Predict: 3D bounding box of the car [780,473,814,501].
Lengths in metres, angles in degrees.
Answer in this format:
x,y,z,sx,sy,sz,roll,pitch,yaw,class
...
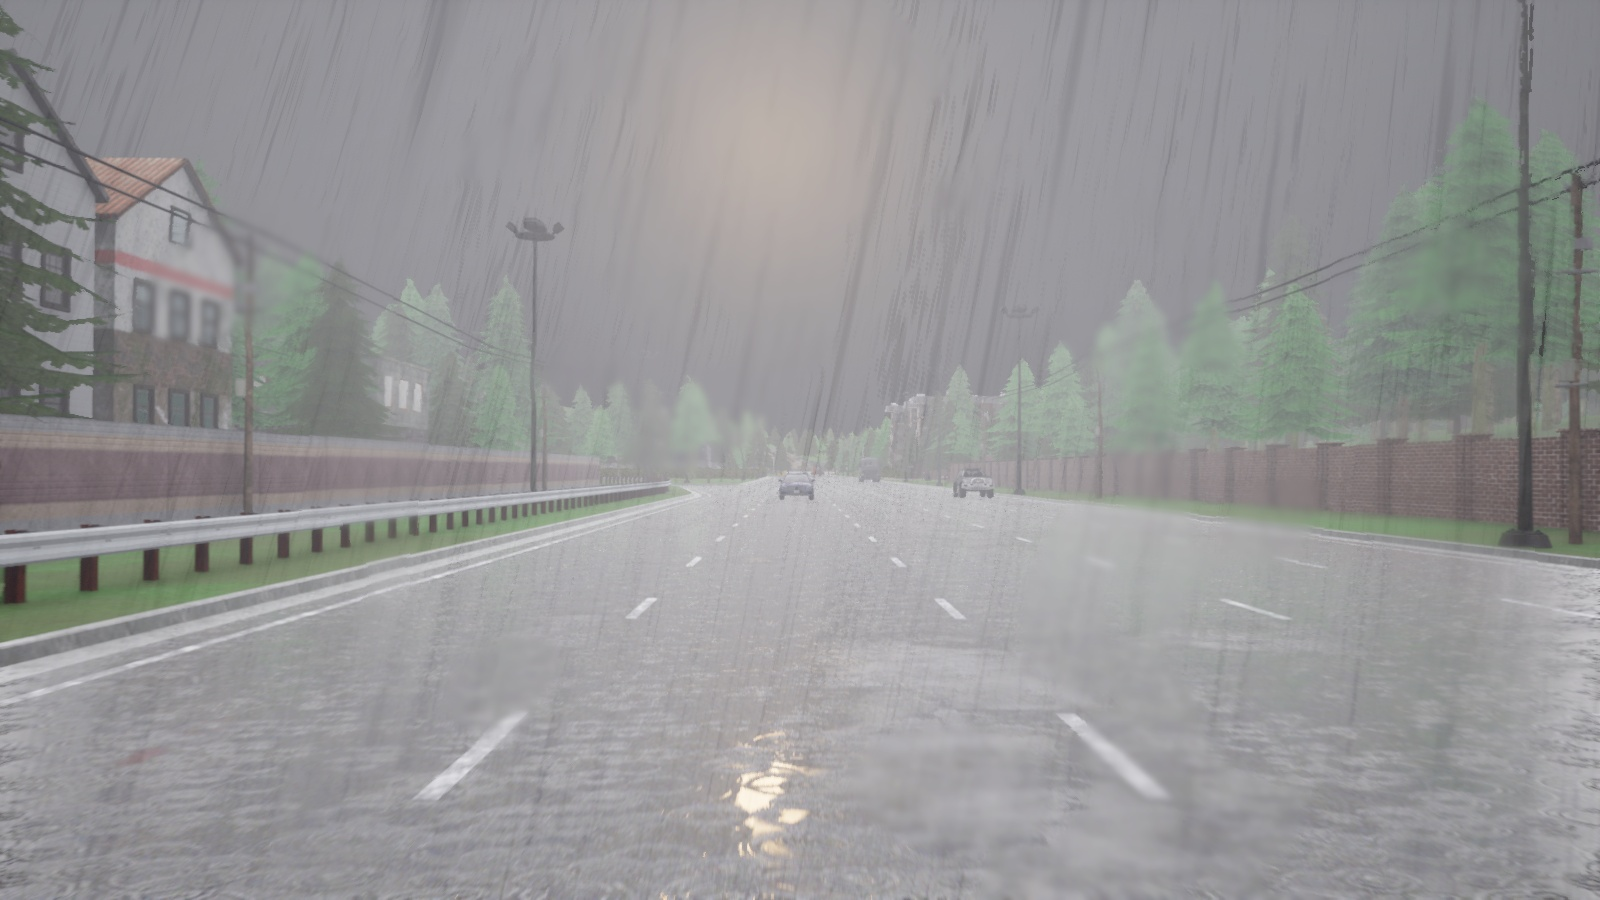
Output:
x,y,z,sx,sy,sz,roll,pitch,yaw,class
-0.164,1.983,68.266,1.812,1.442,4.674,0,-1,0,car

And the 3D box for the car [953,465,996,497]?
x,y,z,sx,sy,sz,roll,pitch,yaw,class
10.320,1.841,74.602,1.932,1.855,4.605,0,-2,0,car
